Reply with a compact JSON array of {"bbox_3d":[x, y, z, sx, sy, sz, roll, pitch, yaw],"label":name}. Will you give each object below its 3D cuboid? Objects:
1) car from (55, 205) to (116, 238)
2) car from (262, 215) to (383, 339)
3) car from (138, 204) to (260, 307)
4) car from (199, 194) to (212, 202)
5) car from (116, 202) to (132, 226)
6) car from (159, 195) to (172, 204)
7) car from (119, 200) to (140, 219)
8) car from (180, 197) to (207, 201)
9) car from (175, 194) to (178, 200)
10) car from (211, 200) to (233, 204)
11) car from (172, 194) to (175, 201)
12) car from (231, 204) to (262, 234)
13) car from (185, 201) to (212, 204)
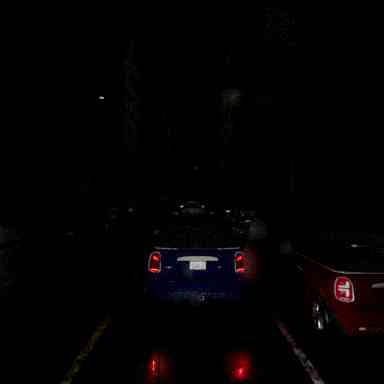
[{"bbox_3d":[-5.659,1.567,17.595,1.947,1.339,4.313,0,0,0],"label":"car"},{"bbox_3d":[2.858,1.440,6.586,1.967,1.590,4.097,0,0,0],"label":"car"},{"bbox_3d":[0.105,1.352,8.157,2.097,1.767,4.553,0,0,0],"label":"car"},{"bbox_3d":[2.934,1.484,65.682,1.967,1.590,4.097,0,0,0],"label":"car"},{"bbox_3d":[-5.656,1.584,23.097,1.802,1.307,4.206,0,0,0],"label":"car"},{"bbox_3d":[-5.591,1.626,65.701,1.802,1.307,4.206,0,0,0],"label":"car"},{"bbox_3d":[-5.652,1.444,28.598,1.967,1.590,4.097,0,0,0],"label":"car"},{"bbox_3d":[0.019,1.460,27.459,1.801,1.575,5.366,0,0,0],"label":"car"},{"bbox_3d":[-5.523,1.638,92.573,1.752,1.417,4.829,0,0,0],"label":"car"},{"bbox_3d":[2.874,1.569,28.592,1.947,1.339,4.313,0,0,0],"label":"car"},{"bbox_3d":[-5.563,1.617,76.518,2.008,1.369,4.403,0,0,0],"label":"car"},{"bbox_3d":[2.866,1.552,17.589,2.008,1.369,4.403,0,0,0],"label":"car"},{"bbox_3d":[0.108,1.479,17.437,1.882,1.535,5.008,0,0,0],"label":"car"}]
